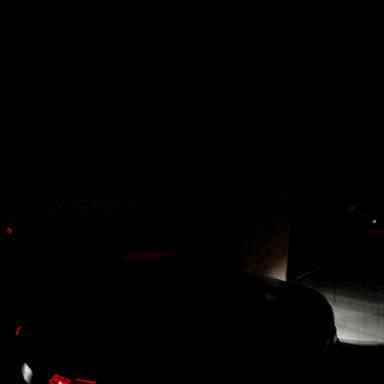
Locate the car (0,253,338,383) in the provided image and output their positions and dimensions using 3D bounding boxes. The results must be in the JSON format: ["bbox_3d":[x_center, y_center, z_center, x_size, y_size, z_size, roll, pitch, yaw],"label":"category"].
[{"bbox_3d":[0.066,1.595,4.263,4.181,1.385,1.994,0,0,-39],"label":"car"}]

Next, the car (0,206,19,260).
[{"bbox_3d":[-8.483,1.414,11.027,4.553,1.767,2.097,0,-1,-37],"label":"car"}]

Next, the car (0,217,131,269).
[{"bbox_3d":[-4.198,1.568,9.953,4.892,1.490,1.837,0,0,-42],"label":"car"}]

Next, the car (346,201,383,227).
[{"bbox_3d":[12.916,1.702,24.577,1.837,1.490,4.892,0,0,17],"label":"car"}]

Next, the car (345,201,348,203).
[{"bbox_3d":[17.664,1.775,38.048,1.882,1.535,5.008,0,0,-1],"label":"car"}]
